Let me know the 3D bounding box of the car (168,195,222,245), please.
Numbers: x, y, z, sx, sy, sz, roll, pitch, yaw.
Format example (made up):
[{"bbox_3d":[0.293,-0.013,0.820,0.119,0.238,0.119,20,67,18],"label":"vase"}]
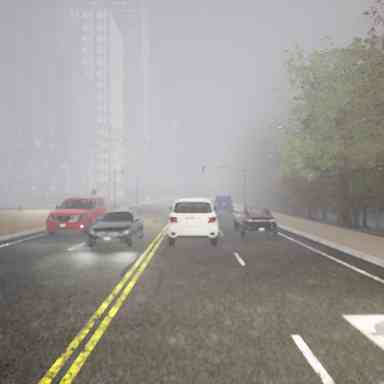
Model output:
[{"bbox_3d":[0.057,1.292,16.056,2.150,2.045,5.566,0,0,0],"label":"car"}]

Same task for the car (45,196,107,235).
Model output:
[{"bbox_3d":[-6.554,1.296,19.707,2.150,2.045,5.566,0,1,1],"label":"car"}]

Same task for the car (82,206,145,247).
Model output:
[{"bbox_3d":[-3.328,1.591,15.410,1.812,1.442,4.674,0,0,0],"label":"car"}]

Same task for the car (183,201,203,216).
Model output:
[{"bbox_3d":[0.097,1.703,35.883,2.033,1.411,5.357,0,0,0],"label":"car"}]

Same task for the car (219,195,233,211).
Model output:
[{"bbox_3d":[3.337,1.380,36.896,2.150,2.045,5.566,0,0,1],"label":"car"}]

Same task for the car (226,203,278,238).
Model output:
[{"bbox_3d":[3.322,1.571,18.220,2.128,1.511,4.902,0,0,0],"label":"car"}]
